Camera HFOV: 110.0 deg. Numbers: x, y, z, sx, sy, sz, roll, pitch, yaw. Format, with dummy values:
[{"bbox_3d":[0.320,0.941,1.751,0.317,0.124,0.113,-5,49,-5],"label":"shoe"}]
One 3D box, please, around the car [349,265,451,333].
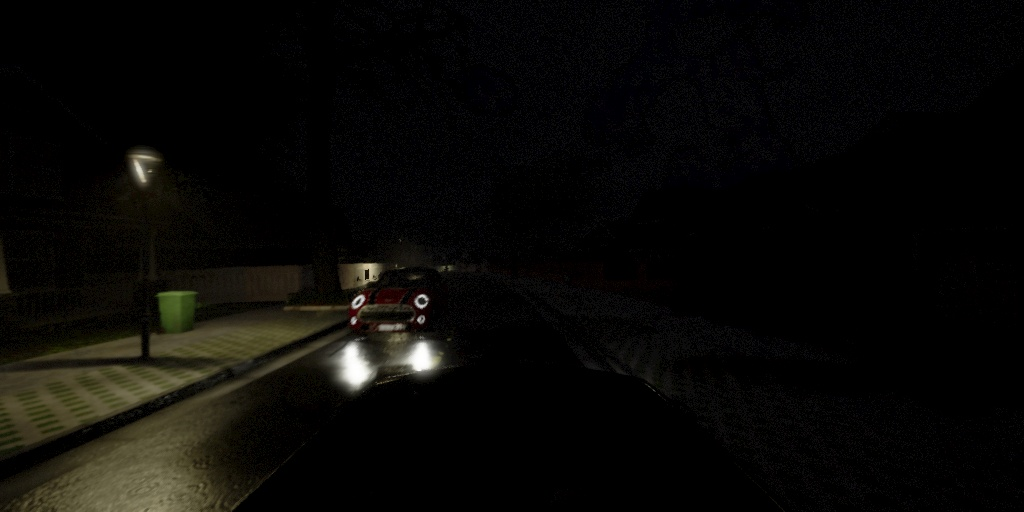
[{"bbox_3d":[-3.142,1.139,10.869,2.097,1.767,4.553,0,0,-3],"label":"car"}]
